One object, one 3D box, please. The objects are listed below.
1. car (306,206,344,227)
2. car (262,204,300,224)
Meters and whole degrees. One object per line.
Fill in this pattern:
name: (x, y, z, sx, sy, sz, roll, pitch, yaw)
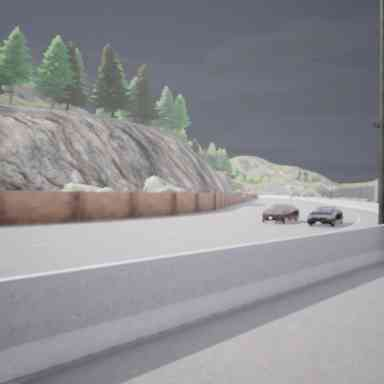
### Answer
car: (10.250, 1.791, 25.269, 2.033, 1.411, 5.357, 0, 0, 34)
car: (7.337, 1.705, 27.209, 1.882, 1.535, 5.008, 0, 0, 34)
